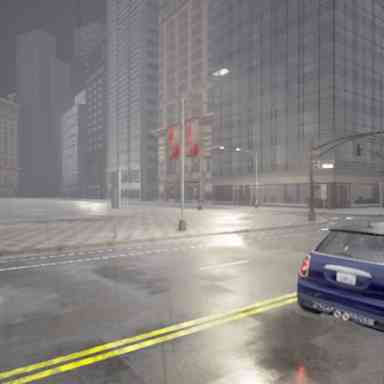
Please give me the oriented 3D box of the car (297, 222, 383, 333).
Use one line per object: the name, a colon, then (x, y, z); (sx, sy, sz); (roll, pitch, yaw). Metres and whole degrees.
car: (4.109, 1.356, 6.372); (4.553, 1.767, 2.097); (0, 0, -36)
